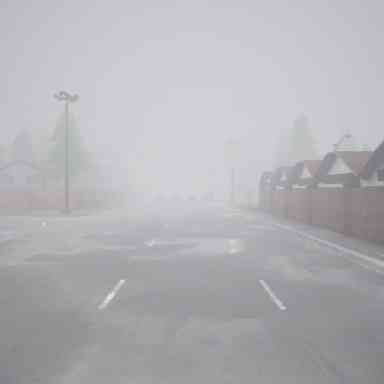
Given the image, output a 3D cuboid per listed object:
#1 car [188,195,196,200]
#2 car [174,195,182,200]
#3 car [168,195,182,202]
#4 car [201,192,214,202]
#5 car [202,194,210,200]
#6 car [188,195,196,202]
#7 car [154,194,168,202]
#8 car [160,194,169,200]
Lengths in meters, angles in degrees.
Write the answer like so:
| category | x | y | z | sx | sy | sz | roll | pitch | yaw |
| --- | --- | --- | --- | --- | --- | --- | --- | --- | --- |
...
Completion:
| category | x | y | z | sx | sy | sz | roll | pitch | yaw |
| --- | --- | --- | --- | --- | --- | --- | --- | --- | --- |
| car | 0.000 | 1.398 | 85.592 | 1.994 | 1.385 | 4.181 | 0 | 0 | 0 |
| car | -3.500 | 1.441 | 85.622 | 1.895 | 1.301 | 4.718 | 0 | 0 | 0 |
| car | -3.500 | 1.381 | 71.842 | 1.837 | 1.490 | 4.892 | 0 | 0 | 0 |
| car | 3.500 | 1.107 | 71.872 | 2.150 | 2.045 | 5.566 | 0 | 0 | 0 |
| car | 3.500 | 1.370 | 85.592 | 1.812 | 1.442 | 4.674 | 0 | 0 | 0 |
| car | 0.000 | 1.424 | 72.257 | 2.128 | 1.511 | 4.902 | 0 | 0 | 0 |
| car | -7.000 | 1.254 | 72.227 | 2.097 | 1.767 | 4.553 | 0 | 0 | 0 |
| car | -7.000 | 1.370 | 85.592 | 1.812 | 1.442 | 4.674 | 0 | 0 | 0 |
